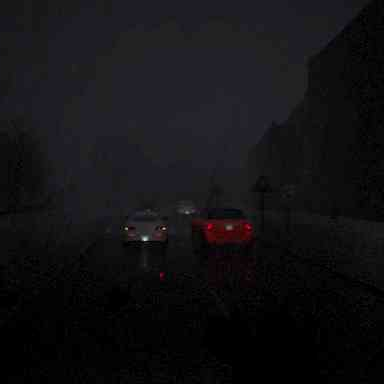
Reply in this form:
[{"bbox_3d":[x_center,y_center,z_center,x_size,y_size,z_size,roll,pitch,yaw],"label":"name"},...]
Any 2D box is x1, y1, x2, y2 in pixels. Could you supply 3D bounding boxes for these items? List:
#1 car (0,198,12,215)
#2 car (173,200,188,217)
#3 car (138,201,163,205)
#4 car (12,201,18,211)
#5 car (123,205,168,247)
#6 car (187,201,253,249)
[{"bbox_3d":[-18.052,1.253,27.219,5.008,1.535,2.097,1,0,-7],"label":"car"},{"bbox_3d":[-0.671,1.493,30.295,1.812,1.442,4.674,1,1,-7],"label":"car"},{"bbox_3d":[-3.892,1.482,29.857,1.994,1.385,4.181,1,0,-7],"label":"car"},{"bbox_3d":[-18.383,1.236,29.954,4.892,1.521,2.231,1,0,-7],"label":"car"},{"bbox_3d":[-2.057,1.541,14.990,1.812,1.442,4.674,1,0,-7],"label":"car"},{"bbox_3d":[1.202,1.417,15.101,2.097,1.767,4.553,1,0,-7],"label":"car"}]
